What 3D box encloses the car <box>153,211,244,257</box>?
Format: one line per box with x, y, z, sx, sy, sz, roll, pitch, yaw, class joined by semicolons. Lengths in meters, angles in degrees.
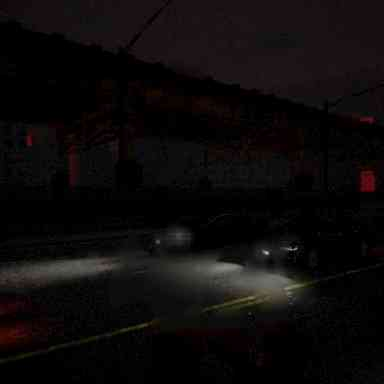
0.848;1.510;13.076;4.902;1.511;2.128;0;0;-35;car

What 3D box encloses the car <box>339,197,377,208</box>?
25.478;1.558;51.156;4.974;1.542;2.038;0;0;-7;car

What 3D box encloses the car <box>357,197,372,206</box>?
25.427;1.400;51.150;4.536;1.218;1.853;0;0;-7;car

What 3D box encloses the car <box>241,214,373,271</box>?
4.155;1.524;11.137;4.892;1.490;1.837;0;0;-35;car
